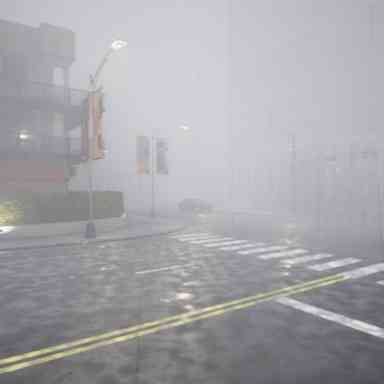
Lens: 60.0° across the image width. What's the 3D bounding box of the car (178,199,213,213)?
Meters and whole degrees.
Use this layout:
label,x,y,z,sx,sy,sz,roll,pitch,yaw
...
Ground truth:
label,x,y,z,sx,sy,sz,roll,pitch,yaw
car,0.343,1.480,37.172,1.882,1.535,5.008,0,0,-35
